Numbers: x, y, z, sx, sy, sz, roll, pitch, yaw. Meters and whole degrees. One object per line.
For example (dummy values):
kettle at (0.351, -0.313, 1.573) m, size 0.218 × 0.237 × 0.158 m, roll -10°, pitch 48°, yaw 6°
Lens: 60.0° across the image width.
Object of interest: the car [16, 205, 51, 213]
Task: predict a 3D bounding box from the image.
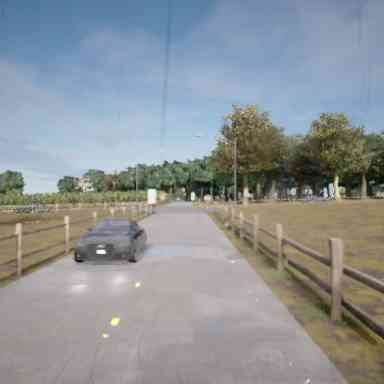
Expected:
car at (-27.094, 2.908, 56.812) m, size 5.357 × 1.411 × 2.033 m, roll -2°, pitch -3°, yaw 0°

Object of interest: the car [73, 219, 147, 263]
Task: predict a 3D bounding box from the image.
car at (-2.847, 1.704, 12.390) m, size 1.994 × 1.385 × 4.181 m, roll 0°, pitch -1°, yaw 0°

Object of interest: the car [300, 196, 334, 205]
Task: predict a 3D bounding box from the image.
car at (21.376, 1.366, 56.870) m, size 5.357 × 1.411 × 2.033 m, roll -2°, pitch -3°, yaw 0°
